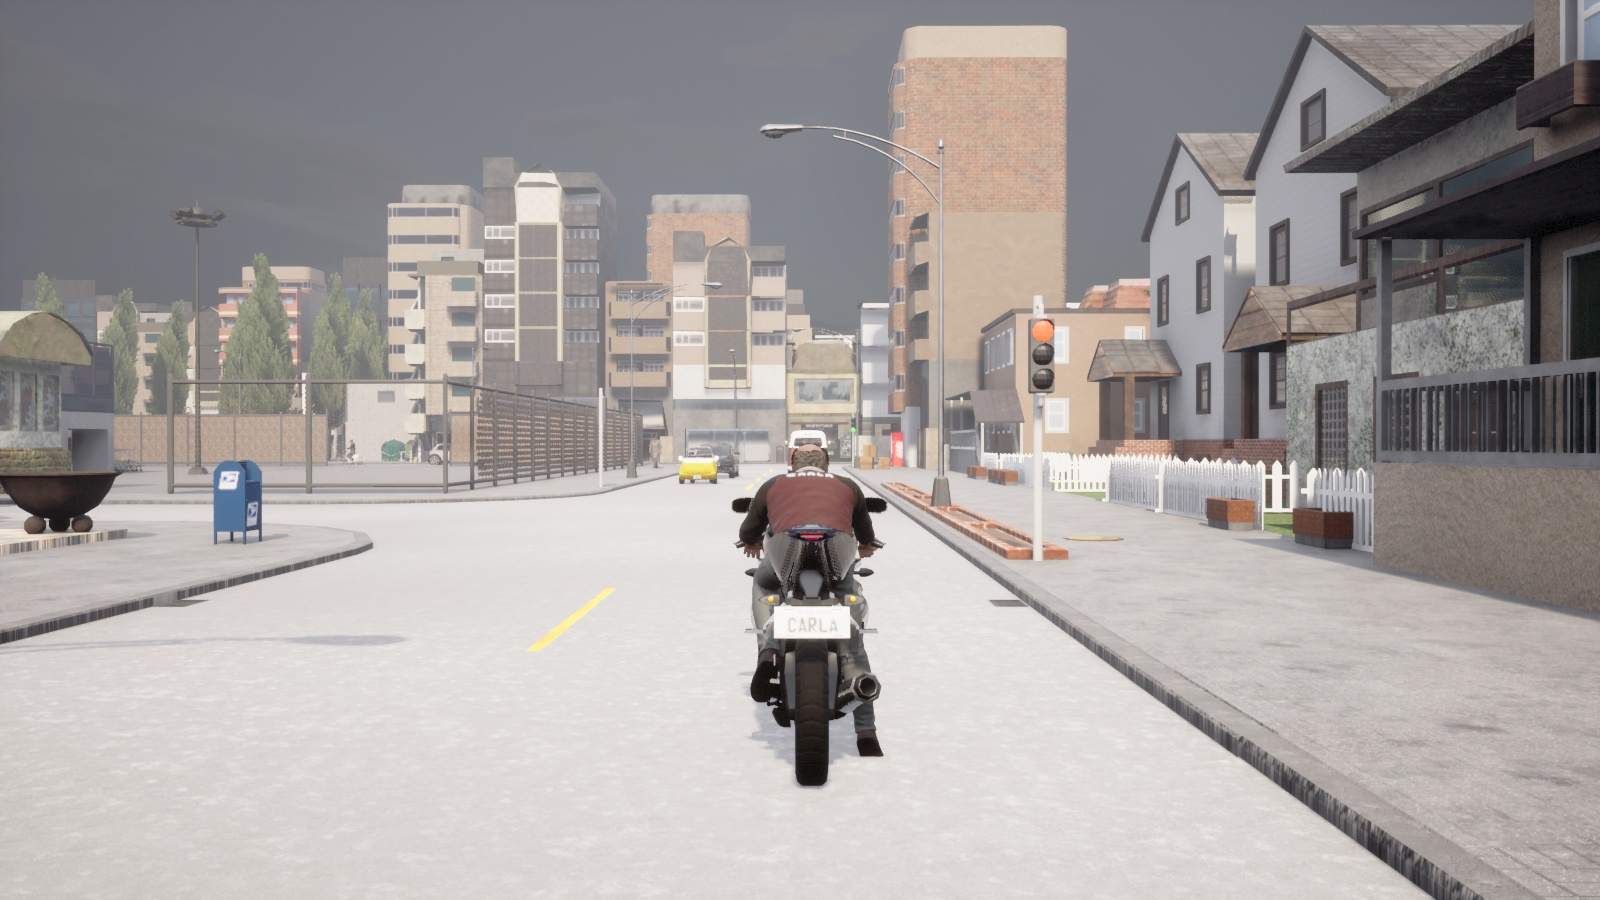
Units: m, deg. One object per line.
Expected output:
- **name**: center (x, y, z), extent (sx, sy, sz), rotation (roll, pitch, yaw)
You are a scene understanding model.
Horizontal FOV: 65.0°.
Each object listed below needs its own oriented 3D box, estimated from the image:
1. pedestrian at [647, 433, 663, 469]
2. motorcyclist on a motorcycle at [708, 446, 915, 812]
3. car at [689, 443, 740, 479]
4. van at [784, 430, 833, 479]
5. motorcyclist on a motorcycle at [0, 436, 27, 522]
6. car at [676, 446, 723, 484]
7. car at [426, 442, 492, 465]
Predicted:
- **pedestrian**: center (-7.899, 0.064, 68.427), extent (0.659, 1.952, 0.873), rotation (0, 0, 9)
- **motorcyclist on a motorcycle**: center (0.050, 0.746, 6.352), extent (0.866, 1.530, 2.191), rotation (0, 0, 0)
- **car**: center (-3.660, 0.441, 54.512), extent (1.837, 1.490, 4.892), rotation (0, 0, 1)
- **van**: center (0.347, 0.162, 55.291), extent (2.069, 2.038, 4.480), rotation (0, 1, 0)
- **motorcyclist on a motorcycle**: center (-16.518, 0.545, 24.553), extent (2.350, 1.649, 0.766), rotation (0, 0, 0)
- **car**: center (-3.681, 0.537, 46.247), extent (1.481, 1.376, 2.207), rotation (0, 0, 1)
- **car**: center (-22.269, 0.230, 82.157), extent (3.806, 1.475, 1.970), rotation (0, 0, 1)
